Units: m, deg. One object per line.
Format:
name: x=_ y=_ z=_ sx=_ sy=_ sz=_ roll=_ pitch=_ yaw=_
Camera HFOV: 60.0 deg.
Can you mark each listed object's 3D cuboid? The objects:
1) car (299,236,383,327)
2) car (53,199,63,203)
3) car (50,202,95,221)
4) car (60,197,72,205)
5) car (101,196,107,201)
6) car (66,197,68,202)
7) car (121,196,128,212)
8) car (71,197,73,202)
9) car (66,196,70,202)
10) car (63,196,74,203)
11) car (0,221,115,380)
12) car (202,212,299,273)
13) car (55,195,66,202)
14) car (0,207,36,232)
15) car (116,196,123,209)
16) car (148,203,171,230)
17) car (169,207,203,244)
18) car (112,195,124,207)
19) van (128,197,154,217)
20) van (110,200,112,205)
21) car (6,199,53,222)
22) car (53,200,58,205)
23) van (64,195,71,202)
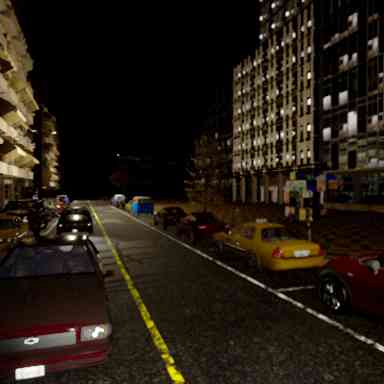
car: x=3.831 y=1.439 z=5.215 sx=1.967 sy=1.590 sz=4.097 roll=0 pitch=0 yaw=-18
car: x=-12.678 y=1.552 z=28.907 sx=2.008 sy=1.369 sz=4.403 roll=0 pitch=0 yaw=-18
car: x=-6.658 y=1.546 z=19.100 sx=2.033 sy=1.411 sz=5.357 roll=0 pitch=0 yaw=-18
car: x=-22.926 y=1.610 z=60.442 sx=1.802 sy=1.307 sz=4.206 roll=0 pitch=0 yaw=-18
car: x=-23.497 y=1.610 z=89.313 sx=1.887 sy=1.381 sz=4.507 roll=-1 pitch=0 yaw=-18
car: x=-16.094 y=1.573 z=39.418 sx=1.947 sy=1.339 sz=4.313 roll=0 pitch=0 yaw=-18
car: x=-6.469 y=1.529 z=36.913 sx=1.752 sy=1.417 sz=4.829 roll=0 pitch=0 yaw=-18
car: x=-21.219 y=1.604 z=55.186 sx=1.802 sy=1.307 sz=4.206 roll=0 pitch=0 yaw=-18
car: x=-17.802 y=1.557 z=44.674 sx=1.887 sy=1.381 sz=4.507 roll=0 pitch=0 yaw=-18
car: x=-26.342 y=1.608 z=70.954 sx=1.947 sy=1.339 sz=4.313 roll=0 pitch=0 yaw=-18
car: x=-2.537 y=1.546 z=6.111 sx=2.033 sy=1.411 sz=5.357 roll=0 pitch=0 yaw=-18
car: x=2.071 y=1.523 z=10.633 sx=1.752 sy=1.417 sz=4.829 roll=0 pitch=0 yaw=-18
car: x=-14.387 y=1.444 z=34.161 sx=1.967 sy=1.590 sz=4.097 roll=0 pitch=0 yaw=-18
car: x=-7.502 y=1.524 z=12.977 sx=1.752 sy=1.417 sz=4.829 roll=0 pitch=0 yaw=-18
car: x=-8.124 y=1.572 z=42.008 sx=1.947 sy=1.339 sz=4.313 roll=0 pitch=0 yaw=-18
car: x=-1.292 y=1.580 z=20.984 sx=1.802 sy=1.307 sz=4.206 roll=0 pitch=0 yaw=-18
car: x=0.416 y=1.580 z=15.728 sx=1.802 sy=1.307 sz=4.206 roll=0 pitch=0 yaw=-18
car: x=-9.833 y=1.451 z=47.264 sx=1.967 sy=1.590 sz=4.097 roll=0 pitch=0 yaw=-18
van: x=-4.710 y=1.342 z=31.496 sx=1.690 sy=1.788 sz=3.998 roll=0 pitch=0 yaw=-18
van: x=-11.543 y=1.357 z=52.521 sx=1.690 sy=1.788 sz=3.998 roll=0 pitch=0 yaw=-18
car: x=-9.264 y=1.314 z=18.393 sx=2.192 sy=1.841 sz=5.009 roll=0 pitch=0 yaw=-18
car: x=-10.970 y=1.551 z=23.651 sx=2.008 sy=1.369 sz=4.403 roll=0 pitch=0 yaw=-18
van: x=-19.512 y=1.358 z=49.931 sx=1.690 sy=1.788 sz=3.998 roll=0 pitch=0 yaw=-18
